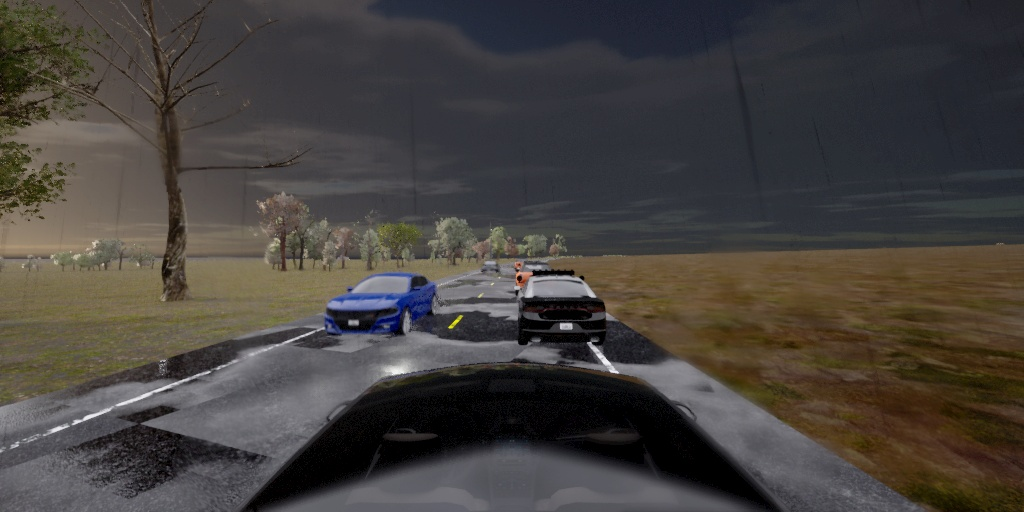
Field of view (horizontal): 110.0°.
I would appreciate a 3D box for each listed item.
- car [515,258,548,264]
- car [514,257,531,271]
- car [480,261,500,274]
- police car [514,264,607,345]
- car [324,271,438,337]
[{"bbox_3d":[1.244,1.101,19.434,2.097,1.767,4.553,0,0,1],"label":"car"},{"bbox_3d":[1.530,1.091,50.749,2.097,1.767,4.553,0,0,4],"label":"car"},{"bbox_3d":[-2.482,1.271,41.989,1.812,1.442,4.674,0,0,3],"label":"car"},{"bbox_3d":[1.088,1.175,9.609,1.930,1.638,5.238,0,0,1],"label":"police car"},{"bbox_3d":[-3.532,1.228,10.547,1.882,1.535,5.008,0,0,1],"label":"car"}]
